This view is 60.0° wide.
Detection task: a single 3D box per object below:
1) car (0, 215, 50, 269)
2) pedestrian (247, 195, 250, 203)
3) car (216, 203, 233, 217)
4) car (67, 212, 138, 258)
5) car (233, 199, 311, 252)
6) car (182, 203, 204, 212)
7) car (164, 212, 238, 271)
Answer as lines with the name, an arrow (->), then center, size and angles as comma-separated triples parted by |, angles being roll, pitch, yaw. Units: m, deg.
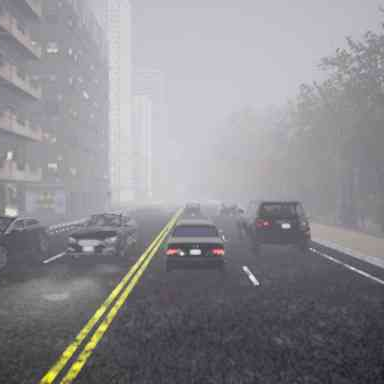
car -> -6.600, 1.576, 11.442 | 2.128, 1.511, 4.902 | 0, 0, 0
pedestrian -> 9.012, 1.442, 53.210 | 0.375, 1.860, 0.375 | 0, 0, 0
car -> 3.349, 1.720, 30.911 | 2.128, 1.511, 4.902 | 0, 0, 0
car -> -3.349, 1.589, 13.199 | 2.128, 1.511, 4.902 | 0, 0, 0
car -> 3.349, 1.328, 14.544 | 2.150, 2.045, 5.566 | 0, 0, 0
car -> 0.099, 1.720, 30.917 | 2.128, 1.511, 4.902 | 0, 0, 0
car -> 0.095, 1.629, 11.153 | 2.033, 1.411, 5.357 | 0, 0, 0
